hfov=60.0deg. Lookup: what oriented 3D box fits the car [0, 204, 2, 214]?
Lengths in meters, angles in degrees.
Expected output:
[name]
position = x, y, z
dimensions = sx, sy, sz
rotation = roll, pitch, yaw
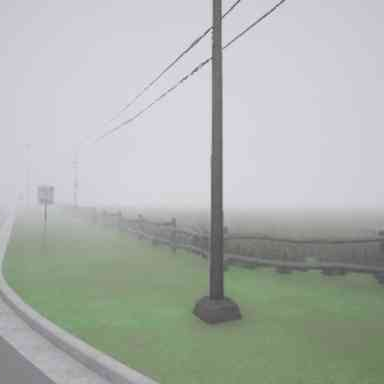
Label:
[car]
position = -27.819, 2.086, 46.441
dimensions = 2.097, 1.767, 4.553
rotation = 1, -1, -27
